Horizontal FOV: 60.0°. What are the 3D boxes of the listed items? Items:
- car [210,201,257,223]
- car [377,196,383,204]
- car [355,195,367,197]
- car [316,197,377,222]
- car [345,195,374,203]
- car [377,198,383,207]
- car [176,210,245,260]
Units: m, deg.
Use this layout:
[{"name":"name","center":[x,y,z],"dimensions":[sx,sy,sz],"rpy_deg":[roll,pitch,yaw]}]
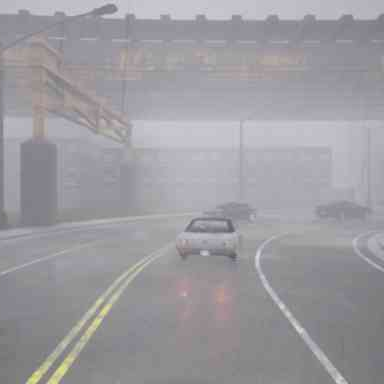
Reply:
[{"name":"car","center":[2.660,1.456,23.389],"dimensions":[1.837,1.490,4.892],"rpy_deg":[-1,-1,44]},{"name":"car","center":[29.346,1.196,47.801],"dimensions":[1.853,1.218,4.536],"rpy_deg":[0,0,-29]},{"name":"car","center":[33.881,1.155,67.311],"dimensions":[1.853,1.218,4.536],"rpy_deg":[0,0,-34]},{"name":"car","center":[11.961,1.423,26.123],"dimensions":[5.008,1.535,1.882],"rpy_deg":[0,0,-30]},{"name":"car","center":[33.852,1.312,67.354],"dimensions":[2.038,1.542,4.974],"rpy_deg":[0,0,-34]},{"name":"car","center":[29.372,1.353,47.756],"dimensions":[2.038,1.542,4.974],"rpy_deg":[0,0,-29]},{"name":"car","center":[0.826,1.575,12.319],"dimensions":[1.895,1.301,4.718],"rpy_deg":[0,0,11]}]
